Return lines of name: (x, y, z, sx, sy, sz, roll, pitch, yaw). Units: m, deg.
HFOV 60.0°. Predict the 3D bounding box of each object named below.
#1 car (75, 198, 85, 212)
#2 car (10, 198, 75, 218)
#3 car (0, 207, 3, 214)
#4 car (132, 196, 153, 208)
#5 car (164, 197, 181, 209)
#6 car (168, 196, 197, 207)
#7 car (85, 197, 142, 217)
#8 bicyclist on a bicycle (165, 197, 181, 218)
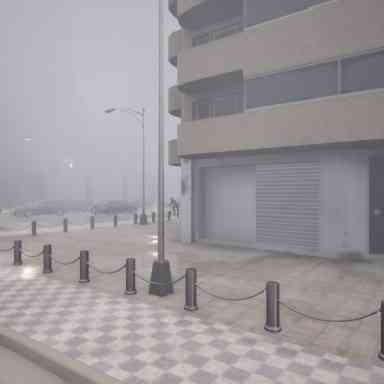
car: (-13.097, 1.449, 35.165, 1.837, 1.490, 4.892, 0, 0, 36)
car: (-13.202, 1.436, 29.059, 2.128, 1.511, 4.902, 0, 0, 36)
car: (-18.581, 1.545, 27.626, 1.895, 1.301, 4.718, 0, 0, 36)
car: (-7.229, 1.296, 43.247, 2.097, 1.767, 4.553, 0, 0, 36)
car: (-2.111, 1.508, 44.344, 1.994, 1.385, 4.181, 0, 0, 36)
car: (-1.371, 1.449, 51.296, 1.837, 1.490, 4.892, 0, 0, 36)
car: (-7.226, 1.470, 30.984, 1.812, 1.442, 4.674, 0, 0, 36)
bicyclist on a bicycle: (-1.503, 1.246, 26.483, 1.656, 1.620, 0.582, 0, 0, 36)
